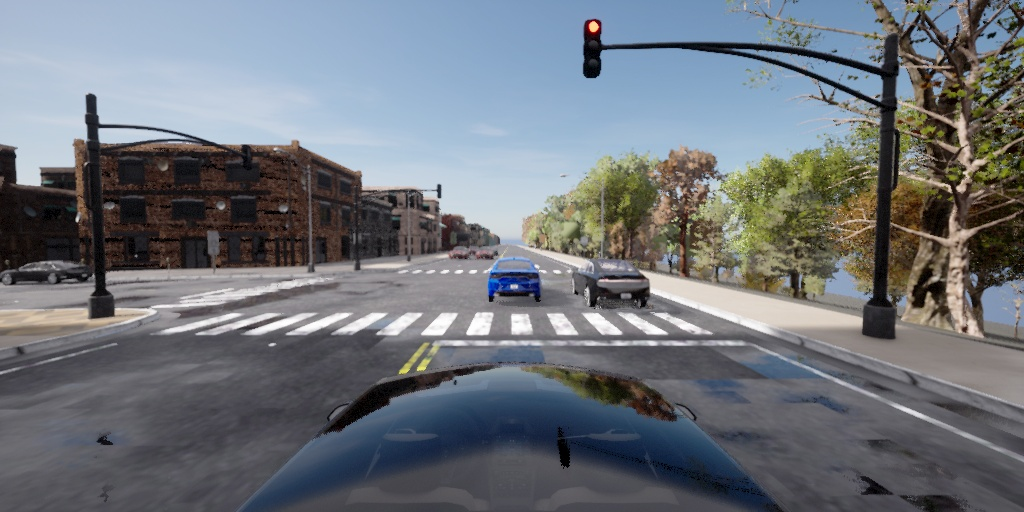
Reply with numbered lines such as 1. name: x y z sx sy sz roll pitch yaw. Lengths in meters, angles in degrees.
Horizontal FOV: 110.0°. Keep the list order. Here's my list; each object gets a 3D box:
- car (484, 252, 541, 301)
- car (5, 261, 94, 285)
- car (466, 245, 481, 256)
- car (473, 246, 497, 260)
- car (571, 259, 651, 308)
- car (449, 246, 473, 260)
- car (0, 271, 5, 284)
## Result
1. car: 0.088 0.790 14.397 1.882 1.535 5.008 0 2 0
2. car: -28.327 0.978 21.914 4.403 1.370 2.007 0 0 -1
3. car: -6.651 -0.994 62.679 2.097 1.767 4.553 0 2 0
4. car: -3.401 -0.410 45.640 2.097 1.767 4.553 0 2 0
5. car: 3.331 0.858 12.839 2.128 1.511 4.902 0 2 0
6. car: -6.651 -0.409 45.630 2.097 1.767 4.553 0 2 0
7. car: -22.619 1.285 13.398 4.313 1.339 1.948 0 0 -1
